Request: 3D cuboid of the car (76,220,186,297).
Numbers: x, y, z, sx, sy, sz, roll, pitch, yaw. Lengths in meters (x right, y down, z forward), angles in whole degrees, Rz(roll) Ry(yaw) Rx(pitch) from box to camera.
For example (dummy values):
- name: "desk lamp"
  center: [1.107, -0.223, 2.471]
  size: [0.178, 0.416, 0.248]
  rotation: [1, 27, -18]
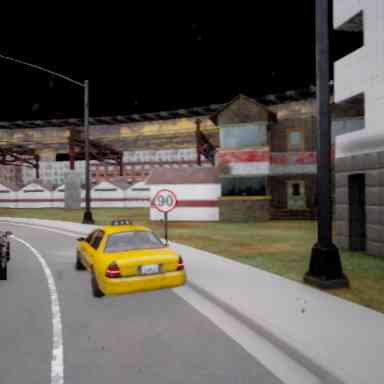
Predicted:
- name: "car"
  center: [-1.934, 1.508, 8.826]
  size: [1.801, 1.575, 5.366]
  rotation: [-1, 0, -26]

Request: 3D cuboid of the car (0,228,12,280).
- name: "car"
  center: [-6.323, 1.632, 9.603]
  size: [1.812, 1.442, 4.674]
  rotation: [0, 0, -28]
